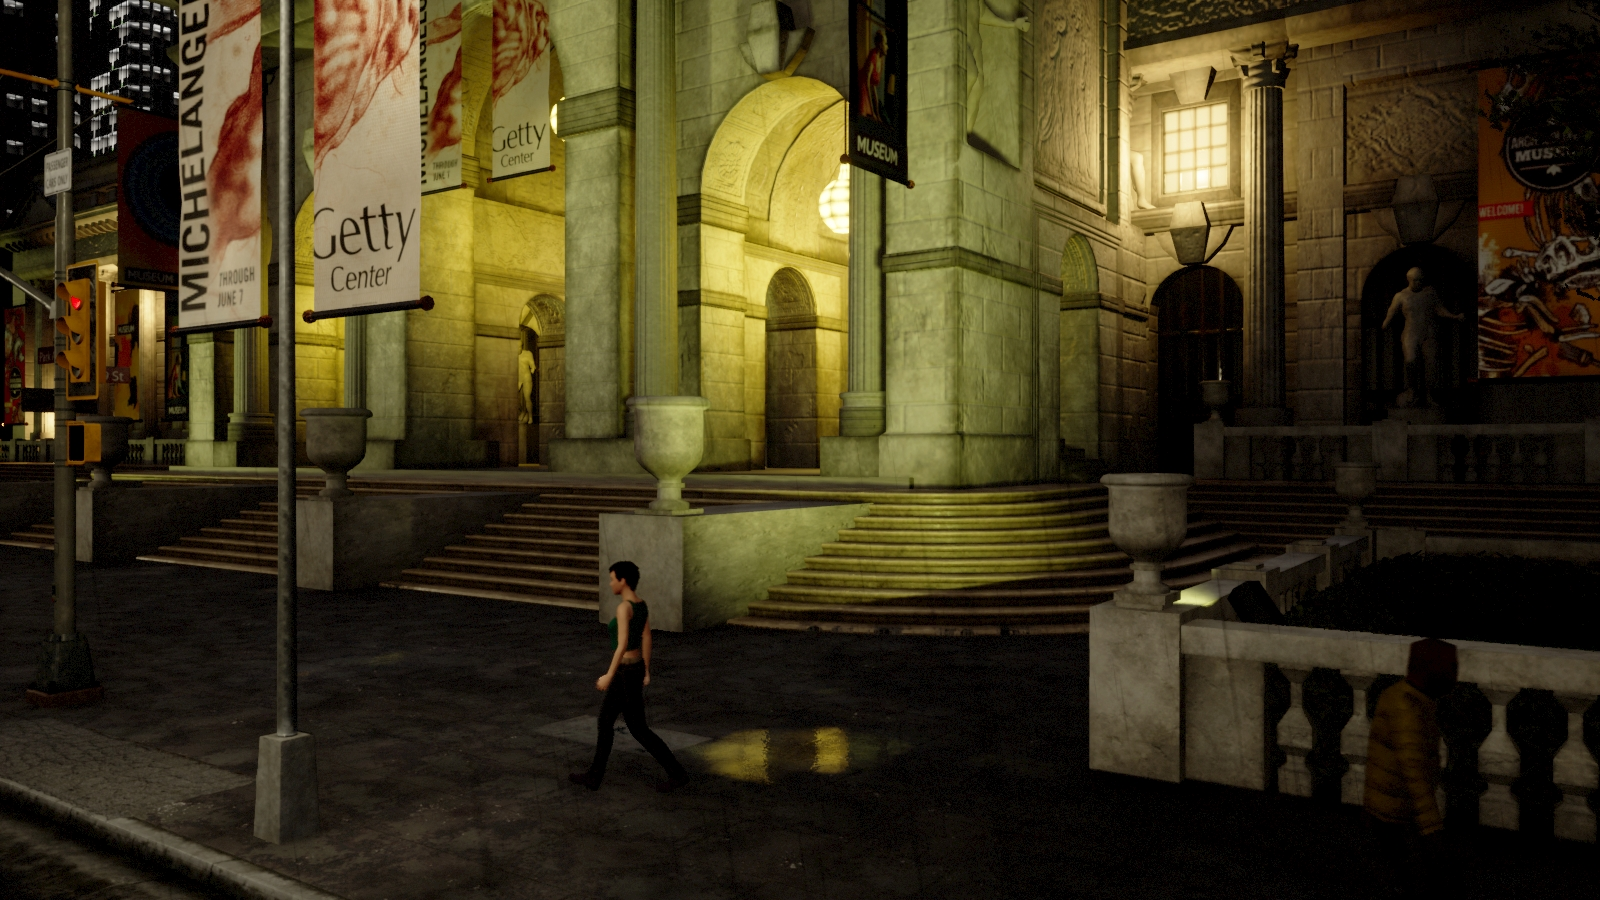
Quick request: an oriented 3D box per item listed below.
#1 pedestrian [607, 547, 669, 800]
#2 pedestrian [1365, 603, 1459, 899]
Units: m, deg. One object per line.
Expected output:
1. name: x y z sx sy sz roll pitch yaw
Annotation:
1. pedestrian: -1.246 1.698 8.809 0.375 1.860 0.375 0 0 11
2. pedestrian: 2.936 1.697 5.476 0.375 1.860 0.375 0 0 31
